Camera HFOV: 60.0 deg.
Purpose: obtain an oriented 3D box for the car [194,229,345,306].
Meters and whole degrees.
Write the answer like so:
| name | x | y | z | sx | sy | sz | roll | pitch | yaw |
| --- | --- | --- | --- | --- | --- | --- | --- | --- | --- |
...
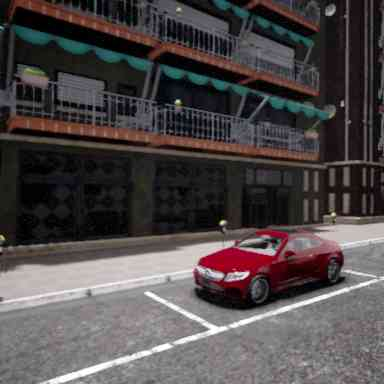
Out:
| name | x | y | z | sx | sy | sz | roll | pitch | yaw |
| --- | --- | --- | --- | --- | --- | --- | --- | --- | --- |
| car | 2.002 | 1.577 | 7.975 | 4.206 | 1.307 | 1.802 | 0 | 1 | -35 |
